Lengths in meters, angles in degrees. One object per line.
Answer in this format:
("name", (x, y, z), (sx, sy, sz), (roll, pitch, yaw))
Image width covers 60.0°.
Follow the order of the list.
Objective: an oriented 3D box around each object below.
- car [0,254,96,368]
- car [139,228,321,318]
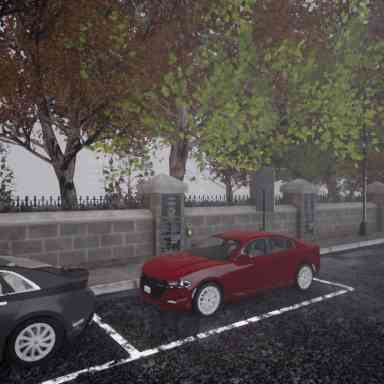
("car", (-3.478, 1.551, 4.174), (4.403, 1.369, 2.008), (0, 0, -35))
("car", (1.012, 1.545, 7.421), (4.507, 1.381, 1.887), (0, 0, -35))
